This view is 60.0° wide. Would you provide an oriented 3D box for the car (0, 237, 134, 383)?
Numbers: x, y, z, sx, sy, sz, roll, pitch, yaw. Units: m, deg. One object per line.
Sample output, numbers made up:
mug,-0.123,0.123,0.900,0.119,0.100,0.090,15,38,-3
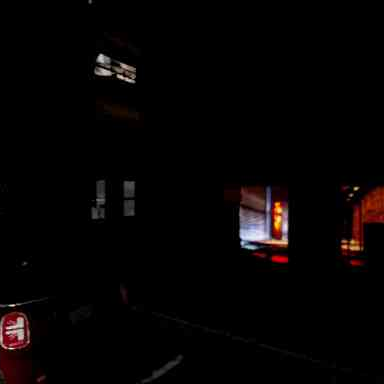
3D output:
car,-2.838,1.398,4.903,4.097,1.590,1.967,1,0,36
